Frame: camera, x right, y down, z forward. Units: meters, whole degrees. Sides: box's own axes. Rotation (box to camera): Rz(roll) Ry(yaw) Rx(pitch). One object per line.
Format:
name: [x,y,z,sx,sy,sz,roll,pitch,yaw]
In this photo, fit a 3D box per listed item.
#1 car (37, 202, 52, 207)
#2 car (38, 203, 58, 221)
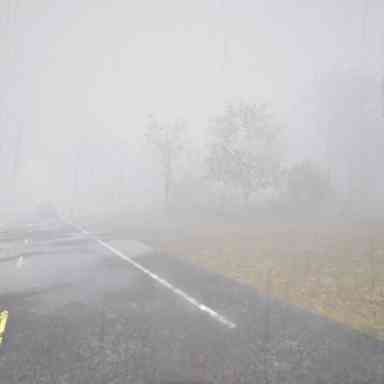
car: [-20.510,2.427,46.904,2.150,2.045,5.566,-3,0,-25]
car: [-16.938,2.499,39.305,1.837,1.490,4.892,-3,0,-24]
